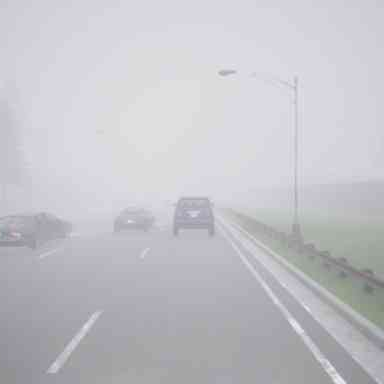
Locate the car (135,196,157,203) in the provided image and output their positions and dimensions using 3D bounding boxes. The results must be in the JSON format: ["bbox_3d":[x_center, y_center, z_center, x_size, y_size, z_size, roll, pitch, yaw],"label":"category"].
[{"bbox_3d":[-7.016,1.623,51.327,1.895,1.301,4.718,0,0,0],"label":"car"}]

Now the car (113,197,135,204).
[{"bbox_3d":[-10.515,1.569,50.046,2.033,1.411,5.357,0,0,0],"label":"car"}]

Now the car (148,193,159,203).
[{"bbox_3d":[-7.019,1.246,61.335,2.150,2.045,5.566,0,0,0],"label":"car"}]

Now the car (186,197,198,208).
[{"bbox_3d":[-0.015,1.527,50.883,1.837,1.490,4.892,0,0,0],"label":"car"}]

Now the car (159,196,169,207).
[{"bbox_3d":[-3.515,1.586,50.539,1.994,1.385,4.181,0,0,0],"label":"car"}]

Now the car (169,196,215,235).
[{"bbox_3d":[0.096,1.230,18.815,2.150,2.045,5.566,0,0,0],"label":"car"}]

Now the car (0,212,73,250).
[{"bbox_3d":[-6.904,1.554,14.339,2.033,1.411,5.357,0,0,0],"label":"car"}]

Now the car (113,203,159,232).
[{"bbox_3d":[-3.405,1.573,20.186,1.994,1.385,4.181,0,0,0],"label":"car"}]
